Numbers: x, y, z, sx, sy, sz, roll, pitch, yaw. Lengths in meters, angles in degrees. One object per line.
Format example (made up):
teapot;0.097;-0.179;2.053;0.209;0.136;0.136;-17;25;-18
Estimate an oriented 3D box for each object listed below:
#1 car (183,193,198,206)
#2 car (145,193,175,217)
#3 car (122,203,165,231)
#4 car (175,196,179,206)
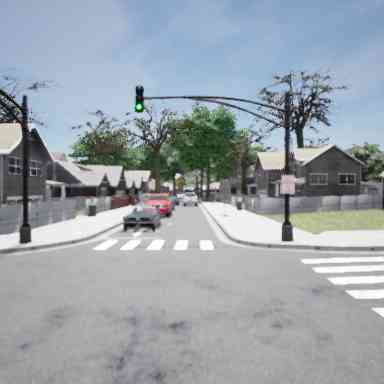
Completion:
car;-0.225;1.135;51.706;2.150;2.045;5.566;0;0;0
car;-2.997;1.163;30.407;2.150;2.045;5.566;0;0;0
car;-2.971;1.559;20.507;1.895;1.301;4.718;0;0;0
car;-3.031;1.417;40.642;2.128;1.511;4.902;0;0;0
